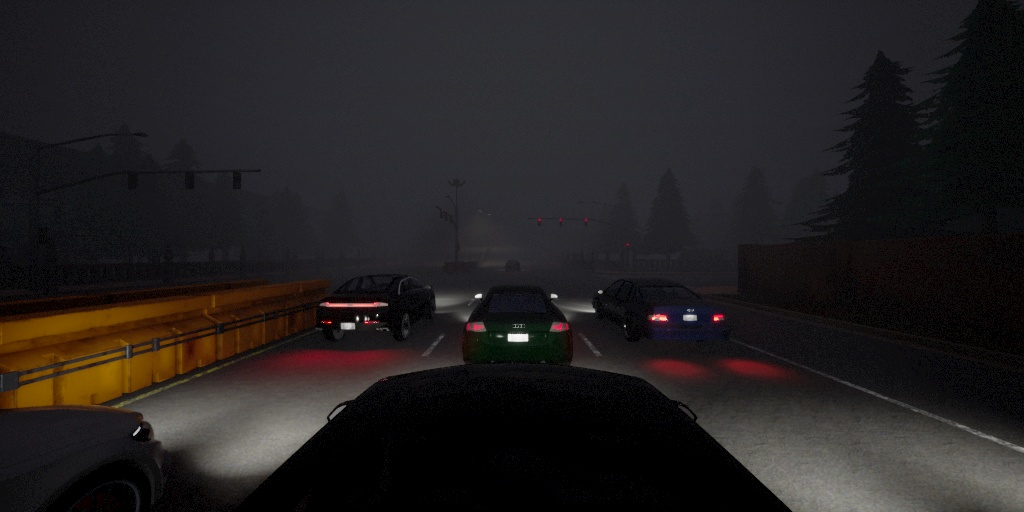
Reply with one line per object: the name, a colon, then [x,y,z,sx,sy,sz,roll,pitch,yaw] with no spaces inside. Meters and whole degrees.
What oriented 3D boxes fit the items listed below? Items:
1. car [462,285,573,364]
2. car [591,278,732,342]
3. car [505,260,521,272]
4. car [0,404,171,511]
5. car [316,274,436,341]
car: [0.099,1.314,7.906,1.994,1.385,4.181,0,0,0]
car: [3.600,1.297,9.763,2.033,1.411,5.357,0,0,0]
car: [0.101,1.228,46.029,1.882,1.535,5.008,0,0,0]
car: [-3.403,1.276,0.621,1.812,1.442,4.674,0,0,0]
car: [-3.399,1.241,9.857,2.128,1.511,4.902,0,0,0]
